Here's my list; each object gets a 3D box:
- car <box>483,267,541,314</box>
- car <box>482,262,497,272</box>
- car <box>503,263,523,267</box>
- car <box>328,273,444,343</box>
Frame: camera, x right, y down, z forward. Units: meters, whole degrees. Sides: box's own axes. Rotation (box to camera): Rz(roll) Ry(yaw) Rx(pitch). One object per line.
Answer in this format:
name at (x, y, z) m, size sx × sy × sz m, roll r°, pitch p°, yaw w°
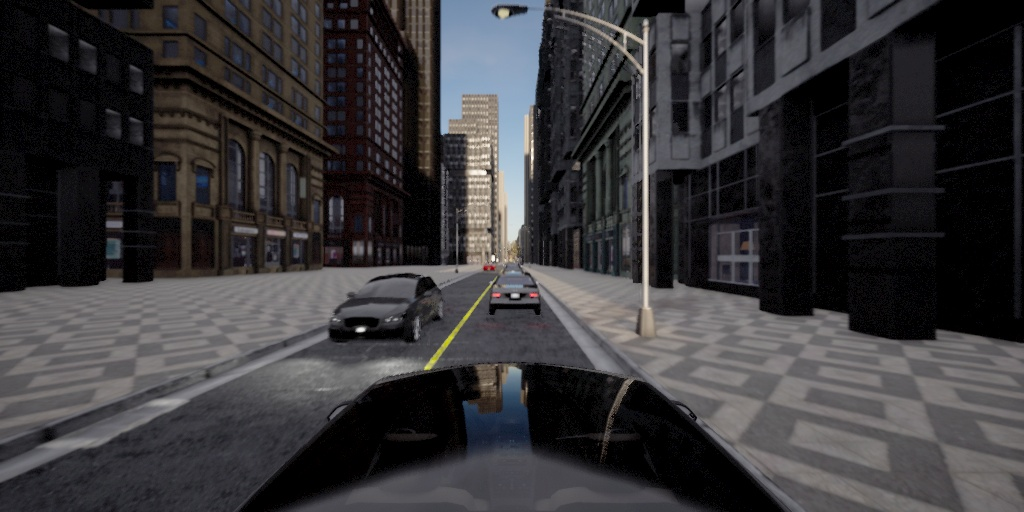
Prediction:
car at (0.099, 1.312, 13.861) m, size 2.033 × 1.411 × 5.357 m, roll 0°, pitch 0°, yaw 0°
car at (-3.091, 1.538, 50.161) m, size 1.895 × 1.301 × 4.718 m, roll 0°, pitch 0°, yaw 0°
car at (0.096, 1.410, 34.932) m, size 1.994 × 1.385 × 4.181 m, roll 0°, pitch 0°, yaw 0°
car at (-3.101, 1.262, 9.782) m, size 1.837 × 1.490 × 4.892 m, roll 0°, pitch 0°, yaw 0°
